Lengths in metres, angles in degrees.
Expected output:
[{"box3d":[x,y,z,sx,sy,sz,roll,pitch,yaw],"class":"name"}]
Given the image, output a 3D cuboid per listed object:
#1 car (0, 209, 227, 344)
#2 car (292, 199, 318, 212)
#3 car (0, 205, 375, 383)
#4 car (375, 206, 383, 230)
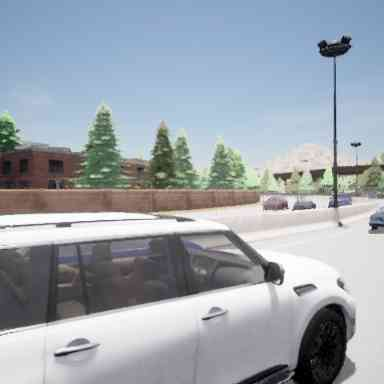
[{"box3d":[-1.655,1.368,7.125,4.553,1.767,2.097,0,0,-37],"class":"car"},{"box3d":[13.229,1.531,38.889,1.994,1.385,4.181,0,0,32],"class":"car"},{"box3d":[-0.514,1.229,3.547,5.566,2.045,2.150,0,0,-37],"class":"car"},{"box3d":[12.022,1.504,19.680,2.033,1.411,5.357,0,0,42],"class":"car"}]
